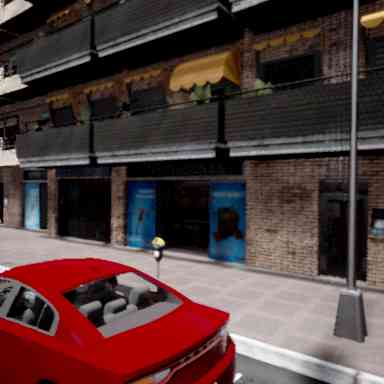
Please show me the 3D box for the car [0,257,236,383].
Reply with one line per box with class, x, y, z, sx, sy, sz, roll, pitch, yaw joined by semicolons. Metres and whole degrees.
car;-1.666;1.497;4.062;4.507;1.381;1.887;1;1;35
